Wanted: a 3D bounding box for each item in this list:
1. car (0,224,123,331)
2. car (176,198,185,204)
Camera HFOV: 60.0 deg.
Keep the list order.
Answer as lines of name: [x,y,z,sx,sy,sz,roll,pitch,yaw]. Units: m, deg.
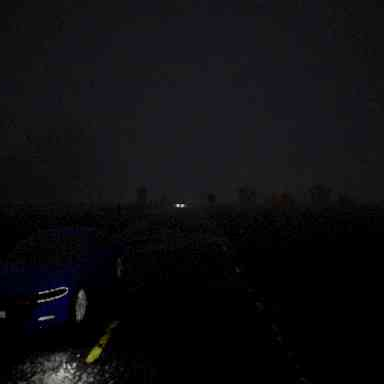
car: [-2.852,1.554,7.390,1.882,1.535,5.008,0,-1,0]
car: [-2.773,2.240,80.643,2.128,1.511,4.902,0,0,0]
